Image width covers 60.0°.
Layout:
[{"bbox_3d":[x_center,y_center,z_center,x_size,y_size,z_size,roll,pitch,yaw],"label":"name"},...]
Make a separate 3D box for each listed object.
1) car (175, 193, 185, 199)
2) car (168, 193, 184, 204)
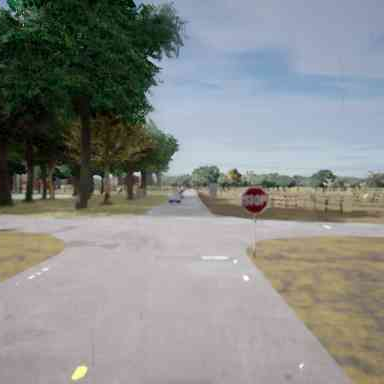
[{"bbox_3d":[-2.766,0.930,77.211,1.994,1.385,4.181,0,1,0],"label":"car"},{"bbox_3d":[-2.760,1.114,53.646,1.882,1.535,5.008,0,2,0],"label":"car"}]
